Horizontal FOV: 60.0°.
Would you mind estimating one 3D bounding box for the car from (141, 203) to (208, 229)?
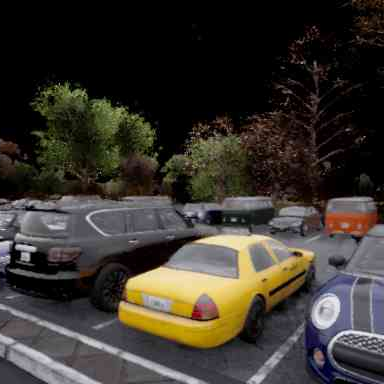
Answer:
[{"bbox_3d":[-1.110,1.571,23.260,2.163,1.488,4.792,-1,0,35],"label":"car"}]

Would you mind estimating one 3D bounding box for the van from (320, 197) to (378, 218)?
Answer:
[{"bbox_3d":[8.163,1.247,16.812,1.878,1.987,4.442,0,0,35],"label":"van"}]

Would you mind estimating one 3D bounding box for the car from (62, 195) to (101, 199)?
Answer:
[{"bbox_3d":[-10.487,1.281,29.813,2.435,2.045,5.566,1,0,35],"label":"car"}]

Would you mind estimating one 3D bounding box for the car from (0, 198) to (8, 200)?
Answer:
[{"bbox_3d":[-17.285,1.437,34.658,2.231,1.521,4.892,1,0,35],"label":"car"}]

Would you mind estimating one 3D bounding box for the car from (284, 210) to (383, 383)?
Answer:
[{"bbox_3d":[3.224,1.330,4.810,2.185,1.767,4.553,0,0,35],"label":"car"}]

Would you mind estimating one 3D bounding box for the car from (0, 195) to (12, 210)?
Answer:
[{"bbox_3d":[-24.225,1.212,39.513,2.185,1.767,4.553,1,0,35],"label":"car"}]

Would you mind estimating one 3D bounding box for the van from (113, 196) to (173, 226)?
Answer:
[{"bbox_3d":[-3.506,1.333,24.769,1.878,1.987,4.442,0,0,35],"label":"van"}]

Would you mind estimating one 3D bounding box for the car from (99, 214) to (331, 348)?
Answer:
[{"bbox_3d":[1.005,1.470,6.566,1.946,1.575,5.366,0,0,35],"label":"car"}]

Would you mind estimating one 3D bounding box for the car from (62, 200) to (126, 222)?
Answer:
[{"bbox_3d":[-8.160,1.561,28.197,2.097,1.535,5.008,1,1,35],"label":"car"}]

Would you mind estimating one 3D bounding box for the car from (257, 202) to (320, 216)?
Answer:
[{"bbox_3d":[5.793,1.491,18.353,2.231,1.521,4.892,0,0,35],"label":"car"}]

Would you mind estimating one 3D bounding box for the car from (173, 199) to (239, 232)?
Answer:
[{"bbox_3d":[1.057,1.400,21.652,2.185,1.767,4.553,0,0,35],"label":"car"}]

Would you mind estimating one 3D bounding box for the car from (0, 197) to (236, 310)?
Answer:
[{"bbox_3d":[-1.395,1.239,8.068,2.435,2.045,5.566,0,0,35],"label":"car"}]

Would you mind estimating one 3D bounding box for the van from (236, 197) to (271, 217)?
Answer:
[{"bbox_3d":[3.549,1.282,20.074,1.878,1.987,4.442,0,0,35],"label":"van"}]
